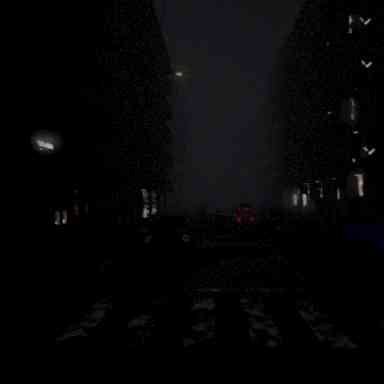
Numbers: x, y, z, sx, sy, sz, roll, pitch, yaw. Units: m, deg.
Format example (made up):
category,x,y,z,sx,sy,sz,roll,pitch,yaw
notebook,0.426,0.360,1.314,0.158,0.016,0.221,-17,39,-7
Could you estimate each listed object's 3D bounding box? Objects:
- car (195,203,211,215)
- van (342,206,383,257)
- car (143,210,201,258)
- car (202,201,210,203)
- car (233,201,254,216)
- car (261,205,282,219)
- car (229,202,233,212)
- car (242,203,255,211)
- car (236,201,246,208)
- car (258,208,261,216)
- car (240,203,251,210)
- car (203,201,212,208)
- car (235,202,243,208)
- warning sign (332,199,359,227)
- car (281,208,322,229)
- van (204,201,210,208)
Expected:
category,x,y,z,sx,sy,sz,roll,pitch,yaw
car,1.399,2.648,47.930,1.802,1.307,4.206,-1,-1,4
van,7.550,1.506,13.484,1.690,1.788,3.998,-1,-1,4
car,-0.809,1.771,14.042,1.967,1.590,4.097,-1,-1,4
car,2.866,2.888,70.534,2.192,1.841,5.009,-1,-1,4
car,6.842,2.209,43.285,2.097,1.767,4.553,-1,-1,4
car,9.023,2.193,36.073,1.887,1.381,4.507,-1,-1,4
car,7.437,2.604,53.106,1.812,1.442,4.674,-1,-1,4
car,10.863,2.830,64.317,2.008,1.369,4.403,-1,-1,4
car,11.964,3.101,81.265,1.967,1.590,4.097,-1,-1,4
car,9.391,2.318,41.721,1.887,1.381,4.507,-1,-1,4
car,11.231,2.957,69.966,2.008,1.369,4.403,-1,-1,4
car,4.337,3.408,93.127,2.192,1.841,5.009,-1,-1,4
car,12.334,3.373,86.912,1.802,1.307,4.206,-1,-1,4
warning sign,10.535,1.432,22.865,1.300,1.860,1.060,-1,-1,4
car,8.299,1.931,24.947,1.752,1.417,4.829,-1,-1,4
van,3.971,3.298,87.479,1.690,1.788,3.998,-1,-1,4
